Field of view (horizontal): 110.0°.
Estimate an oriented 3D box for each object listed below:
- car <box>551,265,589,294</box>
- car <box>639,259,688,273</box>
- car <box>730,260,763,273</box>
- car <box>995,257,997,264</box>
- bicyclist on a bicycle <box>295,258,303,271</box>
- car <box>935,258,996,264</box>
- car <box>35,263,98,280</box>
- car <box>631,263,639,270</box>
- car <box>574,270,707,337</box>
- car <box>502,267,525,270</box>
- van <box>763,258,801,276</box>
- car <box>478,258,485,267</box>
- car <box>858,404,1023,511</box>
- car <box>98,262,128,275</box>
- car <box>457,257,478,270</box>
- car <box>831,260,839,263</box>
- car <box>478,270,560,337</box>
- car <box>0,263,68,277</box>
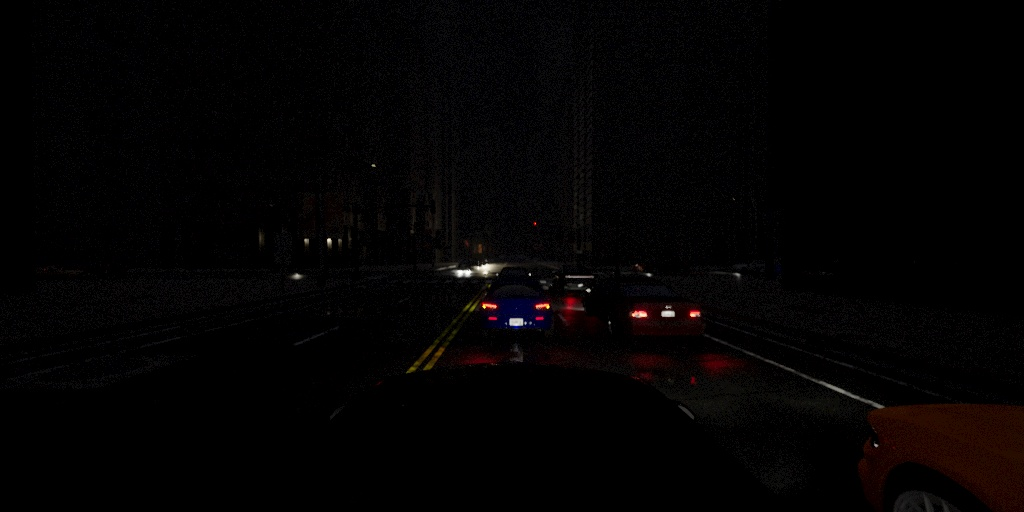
[{"bbox_3d":[3.339,1.242,19.980,2.128,1.511,4.902,0,0,0],"label":"car"},{"bbox_3d":[17.703,1.173,41.164,5.008,1.535,1.882,0,1,0],"label":"car"},{"bbox_3d":[27.642,1.210,41.096,4.674,1.442,1.812,0,1,0],"label":"car"},{"bbox_3d":[49.272,1.069,35.144,5.009,1.841,2.192,0,0,0],"label":"car"},{"bbox_3d":[-25.898,1.029,43.563,0.582,1.620,1.656,0,1,0],"label":"bicyclist on a bicycle"},{"bbox_3d":[43.831,1.192,35.173,4.097,1.591,1.967,0,0,0],"label":"car"},{"bbox_3d":[-40.841,1.470,32.171,4.829,1.417,1.751,0,0,0],"label":"car"},{"bbox_3d":[16.672,1.098,43.843,4.097,1.591,1.967,0,0,0],"label":"car"},{"bbox_3d":[3.347,1.299,10.232,2.033,1.411,5.357,0,0,0],"label":"car"},{"bbox_3d":[0.088,1.298,19.706,2.033,1.411,5.357,0,0,0],"label":"car"},{"bbox_3d":[27.510,1.108,35.260,3.998,1.789,1.690,0,0,0],"label":"van"},{"bbox_3d":[-6.569,1.100,63.811,2.097,1.767,4.553,0,0,0],"label":"car"},{"bbox_3d":[3.350,1.227,0.408,1.882,1.535,5.008,0,0,0],"label":"car"},{"bbox_3d":[-46.437,1.388,40.691,4.507,1.381,1.888,0,0,0],"label":"car"},{"bbox_3d":[-6.596,1.238,51.284,2.128,1.511,4.902,0,0,0],"label":"car"},{"bbox_3d":[32.951,1.343,35.231,4.207,1.307,1.802,0,0,0],"label":"car"},{"bbox_3d":[0.089,1.277,10.132,1.812,1.442,4.674,0,0,0],"label":"car"},{"bbox_3d":[-50.916,1.447,37.915,5.357,1.411,2.033,0,1,0],"label":"car"}]
